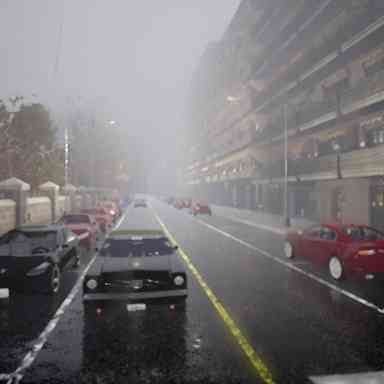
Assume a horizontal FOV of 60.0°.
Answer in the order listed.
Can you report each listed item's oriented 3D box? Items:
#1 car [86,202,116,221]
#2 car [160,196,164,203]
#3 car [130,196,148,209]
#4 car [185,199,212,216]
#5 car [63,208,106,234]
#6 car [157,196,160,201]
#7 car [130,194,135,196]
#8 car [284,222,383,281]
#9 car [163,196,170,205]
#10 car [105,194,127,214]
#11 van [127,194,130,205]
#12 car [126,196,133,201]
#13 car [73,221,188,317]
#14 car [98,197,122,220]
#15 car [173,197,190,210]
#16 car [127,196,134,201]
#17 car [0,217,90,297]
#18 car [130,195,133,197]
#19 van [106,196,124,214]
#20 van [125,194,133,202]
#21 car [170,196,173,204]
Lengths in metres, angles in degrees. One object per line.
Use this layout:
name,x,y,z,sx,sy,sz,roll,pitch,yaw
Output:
car,-5.759,1.547,19.649,1.887,1.381,4.507,0,0,-9
car,-5.284,1.525,71.006,1.967,1.590,4.097,0,0,-9
car,-7.120,1.588,45.846,2.033,1.411,5.357,0,0,-9
car,0.787,1.602,32.064,1.802,1.307,4.206,0,0,-9
car,-4.893,1.582,14.088,1.802,1.307,4.206,0,0,-9
car,-7.044,1.636,82.301,1.752,1.417,4.829,0,0,-9
car,-13.564,1.398,69.716,2.192,1.841,5.009,0,0,-9
car,4.256,1.546,9.814,1.887,1.381,4.507,0,0,-9
car,-3.550,1.629,59.881,1.947,1.339,4.313,0,0,-9
car,-7.494,1.333,30.774,2.192,1.841,5.009,0,0,-9
van,-10.096,1.384,47.464,1.690,1.788,3.998,0,0,-9
car,-16.166,1.705,86.405,1.802,1.307,4.206,0,0,-9
car,-1.274,1.601,7.704,1.895,1.301,4.718,0,0,-9
car,-6.626,1.450,25.210,1.967,1.590,4.097,0,0,-9
car,-0.948,1.477,43.191,1.967,1.590,4.097,0,0,-9
car,-17.033,1.683,91.968,1.887,1.381,4.507,0,0,-9
car,-4.025,1.566,8.524,1.947,1.339,4.313,0,0,-9
car,-11.830,1.627,58.590,1.947,1.339,4.313,0,0,-9
van,-8.361,1.367,36.337,1.690,1.788,3.998,0,0,-9
van,-15.298,1.450,80.842,1.690,1.788,3.998,0,0,-9
car,-1.815,1.627,48.755,1.802,1.307,4.206,0,0,-9
